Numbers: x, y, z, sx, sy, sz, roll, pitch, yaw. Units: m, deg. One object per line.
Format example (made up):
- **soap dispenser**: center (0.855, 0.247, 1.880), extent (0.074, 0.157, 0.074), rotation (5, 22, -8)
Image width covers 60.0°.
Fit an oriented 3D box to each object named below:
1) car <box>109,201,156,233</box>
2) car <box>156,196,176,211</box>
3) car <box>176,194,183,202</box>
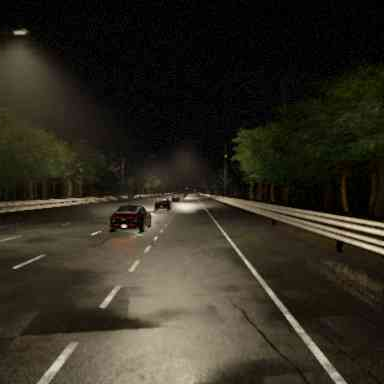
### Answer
- **car**: center (-3.495, 1.502, 19.541), extent (1.837, 1.490, 4.892), rotation (0, 0, 0)
- **car**: center (-3.492, 1.461, 40.674), extent (2.128, 1.511, 4.902), rotation (0, 0, 0)
- **car**: center (-3.483, 1.483, 70.661), extent (2.033, 1.411, 5.357), rotation (0, 0, 0)
